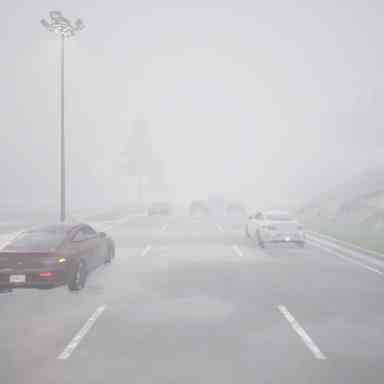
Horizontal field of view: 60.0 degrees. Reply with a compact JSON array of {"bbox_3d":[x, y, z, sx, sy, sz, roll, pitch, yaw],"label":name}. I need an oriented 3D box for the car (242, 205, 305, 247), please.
[{"bbox_3d":[3.597,1.526,14.832,1.812,1.442,4.674,0,0,0],"label":"car"}]

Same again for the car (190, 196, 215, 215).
[{"bbox_3d":[0.929,1.505,34.313,1.837,1.490,4.892,0,0,9],"label":"car"}]

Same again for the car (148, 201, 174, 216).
[{"bbox_3d":[-2.927,1.563,32.399,1.994,1.385,4.181,0,0,5],"label":"car"}]

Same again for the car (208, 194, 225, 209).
[{"bbox_3d":[3.413,1.221,44.491,2.150,2.045,5.566,0,0,16],"label":"car"}]

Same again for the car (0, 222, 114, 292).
[{"bbox_3d":[-3.402,1.526,8.804,1.812,1.442,4.674,0,0,0],"label":"car"}]

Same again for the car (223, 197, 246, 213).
[{"bbox_3d":[4.877,1.526,36.595,1.812,1.442,4.674,0,0,12],"label":"car"}]
